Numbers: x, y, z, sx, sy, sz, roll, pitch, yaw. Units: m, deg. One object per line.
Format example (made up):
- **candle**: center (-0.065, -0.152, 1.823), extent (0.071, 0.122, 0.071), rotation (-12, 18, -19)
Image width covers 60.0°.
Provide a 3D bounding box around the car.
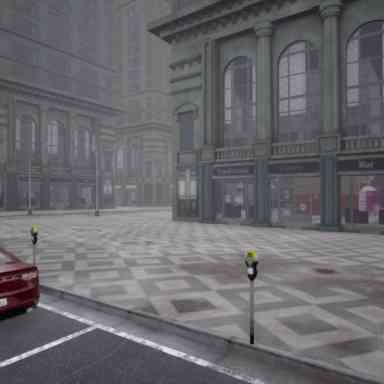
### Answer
- **car**: center (-4.713, 1.545, 6.316), extent (4.507, 1.381, 1.887), rotation (0, 0, 35)
